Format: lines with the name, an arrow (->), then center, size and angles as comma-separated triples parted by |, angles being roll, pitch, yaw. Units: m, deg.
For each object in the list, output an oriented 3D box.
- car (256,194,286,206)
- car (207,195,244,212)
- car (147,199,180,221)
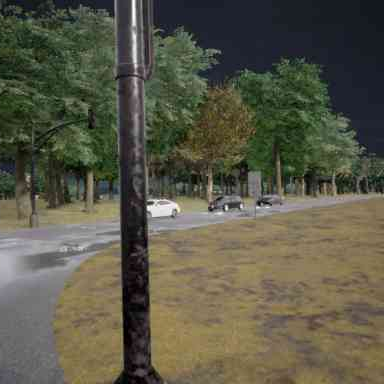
car -> 9.766, 0.970, 40.948 | 2.033, 1.411, 5.357 | -3, -1, 37
car -> 3.354, 1.087, 32.537 | 1.837, 1.490, 4.892 | -3, -1, 37
car -> -2.779, 1.268, 24.469 | 1.812, 1.442, 4.674 | -3, -1, 37
